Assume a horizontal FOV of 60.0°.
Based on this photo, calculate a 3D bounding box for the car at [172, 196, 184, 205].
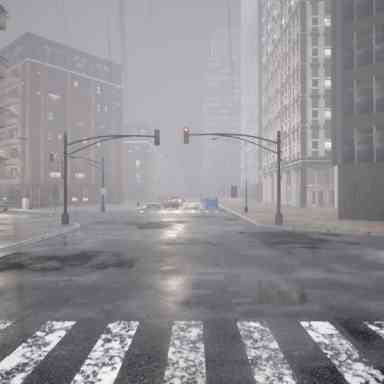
[{"bbox_3d":[-2.657,1.580,64.017,2.128,1.511,4.902,0,0,1],"label":"car"}]

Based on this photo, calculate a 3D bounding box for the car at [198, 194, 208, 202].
[{"bbox_3d":[2.752,1.468,84.773,2.192,1.841,5.009,0,0,0],"label":"car"}]

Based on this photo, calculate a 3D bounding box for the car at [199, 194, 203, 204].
[{"bbox_3d":[2.716,1.645,68.114,1.887,1.381,4.507,0,0,0],"label":"car"}]

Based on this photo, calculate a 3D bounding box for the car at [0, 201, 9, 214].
[{"bbox_3d":[-22.548,1.695,37.892,4.902,1.511,2.128,-1,-1,41],"label":"car"}]

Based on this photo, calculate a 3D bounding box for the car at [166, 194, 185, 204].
[{"bbox_3d":[-2.705,1.415,54.177,2.097,1.767,4.553,0,0,0],"label":"car"}]

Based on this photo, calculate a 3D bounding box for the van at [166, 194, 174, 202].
[{"bbox_3d":[-5.139,1.475,79.236,1.690,1.788,3.998,0,0,0],"label":"van"}]

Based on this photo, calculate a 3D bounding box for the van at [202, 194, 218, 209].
[{"bbox_3d":[2.669,1.387,45.905,1.690,1.788,3.998,0,0,0],"label":"van"}]

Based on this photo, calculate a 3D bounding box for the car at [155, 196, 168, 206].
[{"bbox_3d":[-5.188,1.510,57.028,1.967,1.590,4.097,0,0,0],"label":"car"}]

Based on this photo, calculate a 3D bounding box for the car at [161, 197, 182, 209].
[{"bbox_3d":[-2.730,1.645,45.051,1.895,1.301,4.718,0,0,0],"label":"car"}]

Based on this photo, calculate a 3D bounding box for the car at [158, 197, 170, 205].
[{"bbox_3d":[-5.176,1.651,62.580,1.947,1.339,4.313,0,0,0],"label":"car"}]

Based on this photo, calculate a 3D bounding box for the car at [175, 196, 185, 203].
[{"bbox_3d":[-2.589,1.669,73.899,1.994,1.385,4.181,0,0,0],"label":"car"}]

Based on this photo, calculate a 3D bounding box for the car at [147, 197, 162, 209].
[{"bbox_3d":[-5.212,1.571,45.752,1.752,1.417,4.829,0,0,0],"label":"car"}]
